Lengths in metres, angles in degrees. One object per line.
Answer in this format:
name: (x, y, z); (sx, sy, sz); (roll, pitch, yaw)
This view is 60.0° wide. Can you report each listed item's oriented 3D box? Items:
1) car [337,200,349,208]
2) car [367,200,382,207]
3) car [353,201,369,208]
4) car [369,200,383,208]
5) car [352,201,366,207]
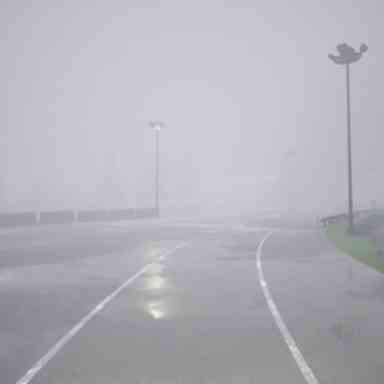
car: (34.748, 2.687, 75.594); (2.097, 1.767, 4.553); (-2, -2, 44)
car: (44.225, 2.775, 80.470); (1.837, 1.490, 4.892); (-2, -2, 44)
car: (37.041, 2.727, 72.923); (1.837, 1.490, 4.892); (-2, -2, 44)
car: (39.863, 2.685, 70.811); (1.994, 1.385, 4.181); (-2, -2, 44)
car: (41.691, 2.928, 82.881); (1.994, 1.385, 4.181); (-2, -2, 44)
